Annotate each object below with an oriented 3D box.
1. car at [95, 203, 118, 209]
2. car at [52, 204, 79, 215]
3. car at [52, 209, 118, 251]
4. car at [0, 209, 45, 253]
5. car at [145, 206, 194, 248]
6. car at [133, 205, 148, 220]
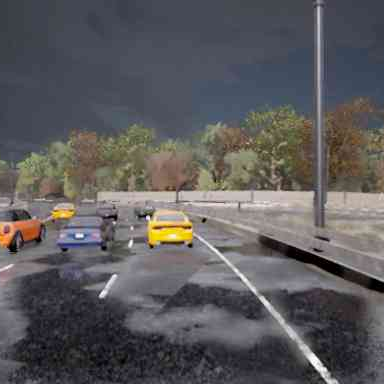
[{"bbox_3d":[-7.843,1.787,30.503,2.128,1.511,4.902,0,0,-16],"label":"car"},{"bbox_3d":[-11.261,1.766,29.712,1.882,1.535,5.008,0,0,-16],"label":"car"},{"bbox_3d":[-4.514,1.691,14.813,2.033,1.411,5.357,0,-1,-8],"label":"car"},{"bbox_3d":[-7.997,1.492,14.431,2.097,1.767,4.553,0,-1,-8],"label":"car"},{"bbox_3d":[-1.123,1.629,15.764,1.882,1.535,5.008,0,0,-8],"label":"car"},{"bbox_3d":[-4.419,1.901,31.278,1.895,1.301,4.718,0,-1,-16],"label":"car"}]
